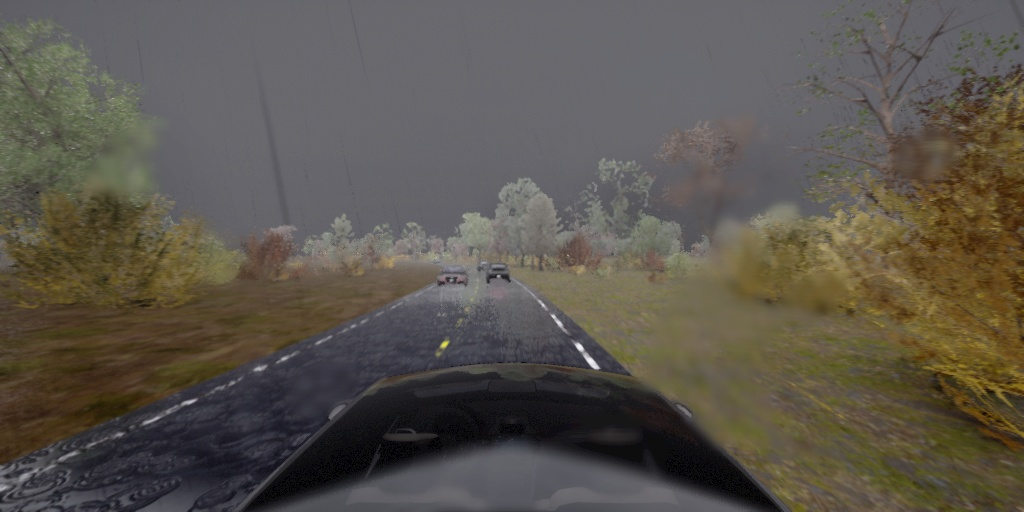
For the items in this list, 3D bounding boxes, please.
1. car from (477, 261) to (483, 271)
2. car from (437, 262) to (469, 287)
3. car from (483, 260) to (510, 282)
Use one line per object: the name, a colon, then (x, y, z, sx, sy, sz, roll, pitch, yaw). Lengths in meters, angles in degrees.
car: (-3.828, 1.333, 49.512, 1.812, 1.442, 4.674, 0, 0, -9)
car: (-4.015, 1.360, 24.865, 1.994, 1.385, 4.181, 0, 0, -5)
car: (-1.191, 1.281, 29.111, 1.837, 1.490, 4.892, 0, 0, -5)
